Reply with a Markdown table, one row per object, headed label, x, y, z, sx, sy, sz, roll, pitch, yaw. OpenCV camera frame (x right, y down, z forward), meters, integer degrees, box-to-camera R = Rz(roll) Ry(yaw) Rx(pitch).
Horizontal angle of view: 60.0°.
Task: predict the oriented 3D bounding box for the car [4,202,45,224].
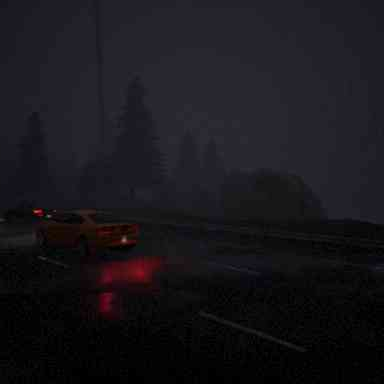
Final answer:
| label | x | y | z | sx | sy | sz | roll | pitch | yaw |
| --- | --- | --- | --- | --- | --- | --- | --- | --- | --- |
| car | -11.215 | 1.387 | 23.125 | 4.674 | 1.442 | 1.812 | 1 | -1 | 36 |

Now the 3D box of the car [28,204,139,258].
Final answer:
| label | x | y | z | sx | sy | sz | roll | pitch | yaw |
| --- | --- | --- | --- | --- | --- | --- | --- | --- | --- |
| car | -4.154 | 1.443 | 12.792 | 5.008 | 1.535 | 1.882 | 1 | -1 | 41 |
